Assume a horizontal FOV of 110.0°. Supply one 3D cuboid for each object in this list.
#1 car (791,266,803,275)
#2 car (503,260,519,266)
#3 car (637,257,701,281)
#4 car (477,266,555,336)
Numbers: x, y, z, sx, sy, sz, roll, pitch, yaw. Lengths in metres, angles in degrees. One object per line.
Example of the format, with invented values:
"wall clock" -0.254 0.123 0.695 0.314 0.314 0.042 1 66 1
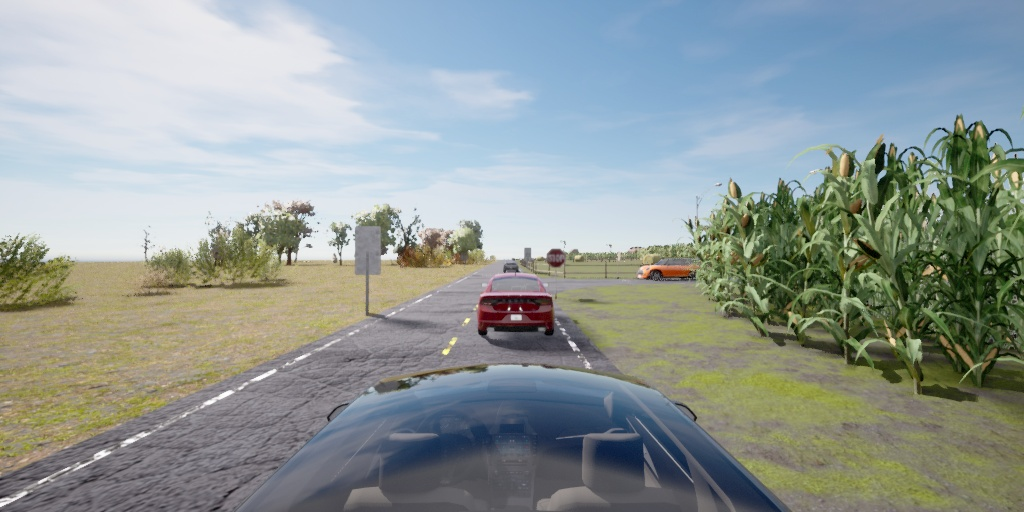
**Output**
"car" 24.307 1.080 28.382 5.357 1.411 2.033 -1 -1 -1
"car" -0.145 1.270 46.529 2.128 1.511 4.902 0 0 -1
"car" 12.239 1.001 28.181 4.553 1.767 2.097 -1 -1 -1
"car" 0.094 1.230 10.498 1.882 1.535 5.008 0 0 0
